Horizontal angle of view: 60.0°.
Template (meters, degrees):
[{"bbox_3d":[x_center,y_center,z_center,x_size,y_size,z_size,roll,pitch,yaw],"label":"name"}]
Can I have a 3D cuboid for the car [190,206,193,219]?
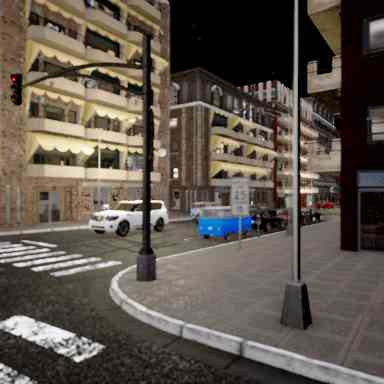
[{"bbox_3d":[1.958,2.071,29.058,1.994,1.385,4.181,0,-1,35],"label":"car"}]

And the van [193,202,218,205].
[{"bbox_3d":[1.430,1.897,32.827,1.690,1.788,3.998,-1,-2,35],"label":"van"}]

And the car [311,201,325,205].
[{"bbox_3d":[23.820,2.883,64.480,1.802,1.307,4.206,-1,-2,35],"label":"car"}]

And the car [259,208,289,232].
[{"bbox_3d":[5.078,2.032,23.522,1.947,1.339,4.313,-1,-2,35],"label":"car"}]

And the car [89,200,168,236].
[{"bbox_3d":[-3.767,1.538,21.001,2.150,2.045,5.566,0,-1,34],"label":"car"}]

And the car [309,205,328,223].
[{"bbox_3d":[11.475,2.230,32.568,2.008,1.369,4.403,-1,-2,35],"label":"car"}]

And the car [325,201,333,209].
[{"bbox_3d":[27.017,2.722,69.009,2.192,1.841,5.009,-1,-2,35],"label":"car"}]

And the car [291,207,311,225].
[{"bbox_3d":[8.276,2.154,28.044,1.802,1.307,4.206,-1,-2,35],"label":"car"}]

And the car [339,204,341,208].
[{"bbox_3d":[39.716,3.370,86.959,1.752,1.417,4.829,-1,-2,35],"label":"car"}]

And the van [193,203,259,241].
[{"bbox_3d":[2.017,1.700,18.907,1.690,1.788,3.998,-1,-2,35],"label":"van"}]
